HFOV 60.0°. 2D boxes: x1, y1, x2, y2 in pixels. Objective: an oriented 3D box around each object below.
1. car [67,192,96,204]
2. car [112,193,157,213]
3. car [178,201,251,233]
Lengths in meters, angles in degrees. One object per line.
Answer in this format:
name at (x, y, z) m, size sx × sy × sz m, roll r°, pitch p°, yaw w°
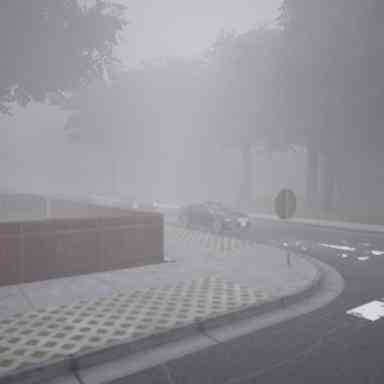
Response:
car at (-12.607, 0.765, 37.622) m, size 2.033 × 1.411 × 5.357 m, roll -2°, pitch 3°, yaw -35°
car at (-4.603, 0.925, 26.304) m, size 2.097 × 1.767 × 4.553 m, roll -2°, pitch 2°, yaw -35°
car at (1.116, 1.264, 18.244) m, size 2.128 × 1.511 × 4.902 m, roll -2°, pitch 2°, yaw -35°
